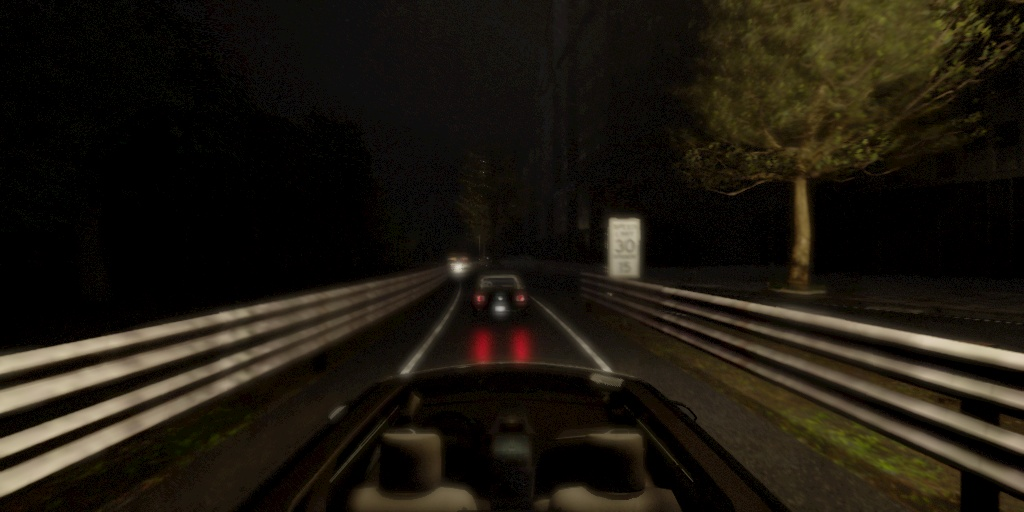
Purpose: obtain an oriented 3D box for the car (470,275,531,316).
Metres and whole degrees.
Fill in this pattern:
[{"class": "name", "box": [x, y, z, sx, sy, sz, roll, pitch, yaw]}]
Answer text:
[{"class": "car", "box": [-0.496, 1.326, 13.207, 1.895, 1.301, 4.718, 0, 0, -4]}]
